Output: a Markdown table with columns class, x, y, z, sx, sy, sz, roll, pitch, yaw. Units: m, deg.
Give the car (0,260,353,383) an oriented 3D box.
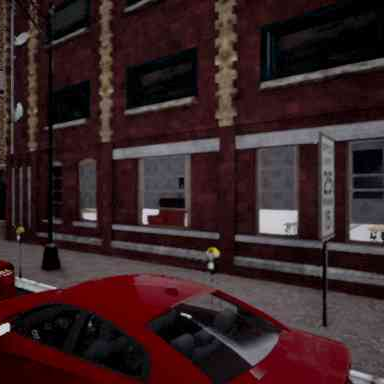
| class | x | y | z | sx | sy | sz | roll | pitch | yaw |
| --- | --- | --- | --- | --- | --- | --- | --- | --- | --- |
| car | -0.783 | 1.557 | 3.423 | 4.507 | 1.381 | 1.887 | 0 | 0 | 35 |
